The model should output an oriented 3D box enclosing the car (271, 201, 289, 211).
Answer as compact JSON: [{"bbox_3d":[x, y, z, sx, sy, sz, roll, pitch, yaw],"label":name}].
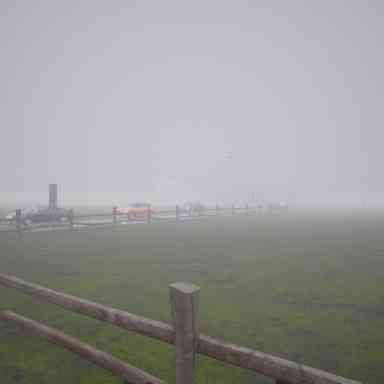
[{"bbox_3d":[15.557,2.407,59.338,2.097,1.767,4.553,-1,-1,37],"label":"car"}]

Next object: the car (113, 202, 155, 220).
[{"bbox_3d":[-5.911,1.836,34.085,2.097,1.767,4.553,-1,-1,35],"label":"car"}]

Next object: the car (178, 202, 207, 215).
[{"bbox_3d":[-0.041,2.018,42.367,2.097,1.767,4.553,-1,-1,35],"label":"car"}]

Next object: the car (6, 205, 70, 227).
[{"bbox_3d":[-11.727,1.795,25.885,2.128,1.511,4.902,-1,-1,36],"label":"car"}]
